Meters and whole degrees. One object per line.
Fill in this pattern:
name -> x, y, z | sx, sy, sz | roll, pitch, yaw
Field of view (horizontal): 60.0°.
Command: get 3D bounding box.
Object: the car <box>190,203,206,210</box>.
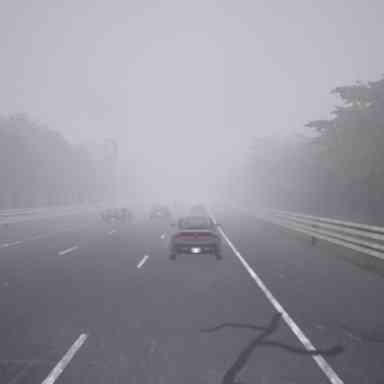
car -> 0.824, 2.176, 44.529 | 1.812, 1.442, 4.674 | 0, -1, 2

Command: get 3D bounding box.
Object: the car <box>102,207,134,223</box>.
car -> -6.590, 2.043, 30.151 | 1.895, 1.301, 4.718 | 0, -1, 1

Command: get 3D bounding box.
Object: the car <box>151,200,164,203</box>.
car -> -5.753, 2.143, 55.299 | 2.097, 1.767, 4.553 | 0, 0, 2

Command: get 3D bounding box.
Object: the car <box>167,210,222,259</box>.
car -> 0.153, 1.706, 13.523 | 1.837, 1.490, 4.892 | 0, 0, 1

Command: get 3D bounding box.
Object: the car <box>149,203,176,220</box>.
car -> -3.006, 2.052, 33.340 | 1.994, 1.385, 4.181 | 0, -1, 1

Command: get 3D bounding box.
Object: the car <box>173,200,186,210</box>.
car -> -2.155, 2.164, 57.261 | 2.097, 1.767, 4.553 | 0, 0, 1
